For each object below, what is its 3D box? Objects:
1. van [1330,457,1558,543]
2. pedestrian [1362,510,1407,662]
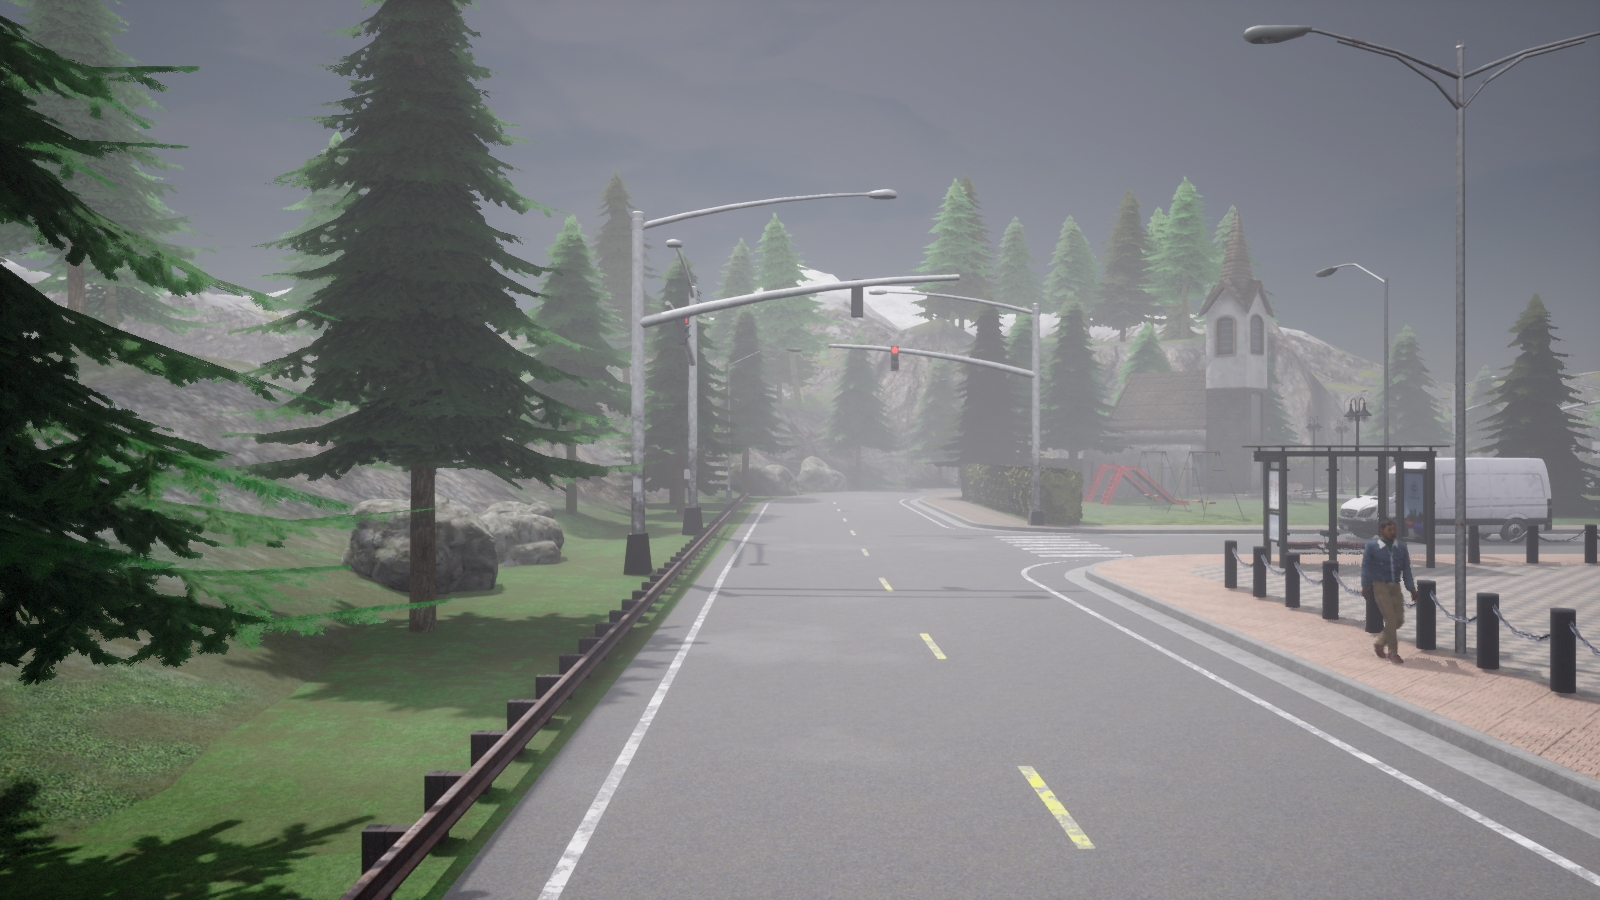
[{"bbox_3d":[19.746,1.515,35.223,5.915,2.561,1.988,0,0,0],"label":"van"},{"bbox_3d":[7.340,1.691,14.348,0.375,1.860,0.375,0,0,-1],"label":"pedestrian"}]
